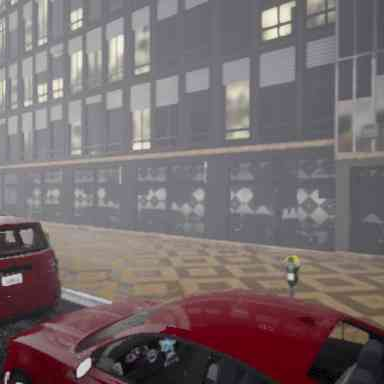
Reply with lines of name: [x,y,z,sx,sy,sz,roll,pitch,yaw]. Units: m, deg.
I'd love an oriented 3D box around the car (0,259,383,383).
car: [0.186,1.544,2.738,4.507,1.381,1.887,0,0,36]

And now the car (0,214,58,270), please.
car: [-4.452,1.311,6.050,5.009,1.841,2.192,0,0,36]
